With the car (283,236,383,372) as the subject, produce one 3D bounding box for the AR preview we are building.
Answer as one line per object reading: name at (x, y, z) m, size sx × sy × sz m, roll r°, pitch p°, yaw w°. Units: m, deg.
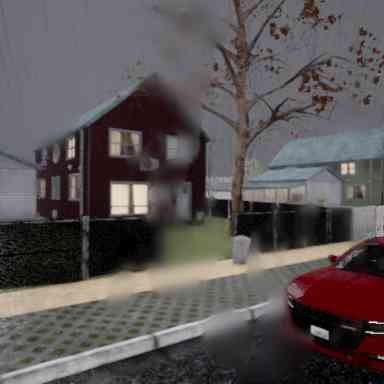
car at (3.655, 1.539, 5.703) m, size 5.008 × 1.535 × 1.882 m, roll 1°, pitch 0°, yaw -36°
